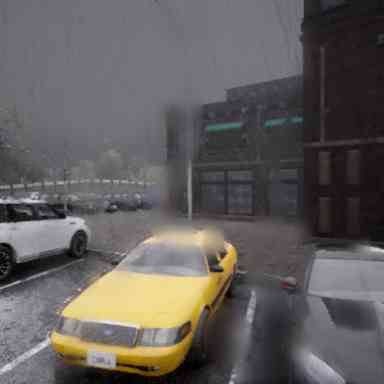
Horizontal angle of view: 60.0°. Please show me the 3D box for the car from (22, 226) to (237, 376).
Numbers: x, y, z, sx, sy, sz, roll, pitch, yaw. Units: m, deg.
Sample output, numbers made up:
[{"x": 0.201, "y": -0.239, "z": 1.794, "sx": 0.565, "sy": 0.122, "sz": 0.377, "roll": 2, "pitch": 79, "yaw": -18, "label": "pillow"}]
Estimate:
[{"x": -0.290, "y": 1.448, "z": 6.105, "sx": 1.946, "sy": 1.575, "sz": 5.366, "roll": 1, "pitch": 0, "yaw": 14, "label": "car"}]

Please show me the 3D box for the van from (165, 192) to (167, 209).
[{"x": -4.603, "y": 1.079, "z": 39.336, "sx": 4.442, "sy": 1.987, "sz": 1.878, "roll": 1, "pitch": 0, "yaw": 13, "label": "van"}]

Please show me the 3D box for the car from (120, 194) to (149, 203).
[{"x": -10.560, "y": 1.234, "z": 61.493, "sx": 4.792, "sy": 1.488, "sz": 2.163, "roll": -1, "pitch": 0, "yaw": 13, "label": "car"}]

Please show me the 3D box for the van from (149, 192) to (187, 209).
[{"x": -2.997, "y": 1.067, "z": 41.821, "sx": 4.442, "sy": 1.987, "sz": 1.878, "roll": 1, "pitch": 0, "yaw": 13, "label": "van"}]

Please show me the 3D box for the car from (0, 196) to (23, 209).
[{"x": -23.737, "y": 1.335, "z": 41.188, "sx": 4.792, "sy": 1.488, "sz": 2.163, "roll": -1, "pitch": 0, "yaw": 13, "label": "car"}]

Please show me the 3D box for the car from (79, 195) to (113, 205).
[{"x": -15.516, "y": 1.244, "z": 53.892, "sx": 4.892, "sy": 1.521, "sz": 2.231, "roll": -1, "pitch": 0, "yaw": 13, "label": "car"}]

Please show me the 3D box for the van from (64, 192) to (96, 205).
[{"x": -17.268, "y": 1.031, "z": 51.371, "sx": 4.442, "sy": 1.987, "sz": 1.878, "roll": -1, "pitch": 0, "yaw": 13, "label": "van"}]

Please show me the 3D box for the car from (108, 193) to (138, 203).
[{"x": -12.204, "y": 1.091, "z": 58.954, "sx": 4.553, "sy": 1.767, "sz": 2.185, "roll": -1, "pitch": 0, "yaw": 13, "label": "car"}]

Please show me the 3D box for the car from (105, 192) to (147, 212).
[{"x": -7.958, "y": 1.076, "z": 34.388, "sx": 5.566, "sy": 2.045, "sz": 2.435, "roll": 1, "pitch": 1, "yaw": 13, "label": "car"}]

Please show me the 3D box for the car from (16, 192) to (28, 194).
[{"x": -22.101, "y": 1.042, "z": 43.729, "sx": 5.566, "sy": 2.045, "sz": 2.435, "roll": -1, "pitch": 0, "yaw": 13, "label": "car"}]

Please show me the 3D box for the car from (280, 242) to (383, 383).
[{"x": 2.242, "y": 1.500, "z": 4.598, "sx": 2.002, "sy": 1.452, "sz": 4.674, "roll": 1, "pitch": 0, "yaw": 14, "label": "car"}]

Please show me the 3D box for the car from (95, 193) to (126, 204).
[{"x": -13.840, "y": 1.105, "z": 56.405, "sx": 4.553, "sy": 1.767, "sz": 2.185, "roll": -1, "pitch": 0, "yaw": 13, "label": "car"}]

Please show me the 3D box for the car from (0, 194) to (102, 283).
[{"x": -5.215, "y": 1.187, "z": 9.696, "sx": 2.435, "sy": 2.045, "sz": 5.566, "roll": 0, "pitch": 0, "yaw": 14, "label": "car"}]

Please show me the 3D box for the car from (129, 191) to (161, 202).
[{"x": -8.982, "y": 0.940, "z": 64.046, "sx": 5.566, "sy": 2.045, "sz": 2.435, "roll": -1, "pitch": 0, "yaw": 13, "label": "car"}]

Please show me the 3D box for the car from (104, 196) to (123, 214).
[{"x": -9.564, "y": 1.369, "z": 31.895, "sx": 4.792, "sy": 1.488, "sz": 2.163, "roll": 1, "pitch": 1, "yaw": 13, "label": "car"}]

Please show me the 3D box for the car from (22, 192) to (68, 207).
[{"x": -20.406, "y": 1.029, "z": 46.277, "sx": 5.566, "sy": 2.045, "sz": 2.435, "roll": -1, "pitch": 0, "yaw": 13, "label": "car"}]

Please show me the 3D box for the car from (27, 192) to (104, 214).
[{"x": -11.113, "y": 1.100, "z": 29.421, "sx": 5.566, "sy": 2.045, "sz": 2.435, "roll": 1, "pitch": 0, "yaw": 13, "label": "car"}]

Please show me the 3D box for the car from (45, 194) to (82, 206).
[{"x": -18.823, "y": 1.143, "z": 48.825, "sx": 4.553, "sy": 1.767, "sz": 2.185, "roll": -1, "pitch": 0, "yaw": 13, "label": "car"}]

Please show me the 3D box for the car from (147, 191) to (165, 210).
[{"x": -6.351, "y": 1.064, "z": 36.873, "sx": 5.566, "sy": 2.045, "sz": 2.435, "roll": 1, "pitch": 1, "yaw": 13, "label": "car"}]

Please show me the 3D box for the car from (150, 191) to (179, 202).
[{"x": -5.643, "y": 0.913, "z": 69.106, "sx": 5.566, "sy": 2.045, "sz": 2.435, "roll": -1, "pitch": 0, "yaw": 13, "label": "car"}]
